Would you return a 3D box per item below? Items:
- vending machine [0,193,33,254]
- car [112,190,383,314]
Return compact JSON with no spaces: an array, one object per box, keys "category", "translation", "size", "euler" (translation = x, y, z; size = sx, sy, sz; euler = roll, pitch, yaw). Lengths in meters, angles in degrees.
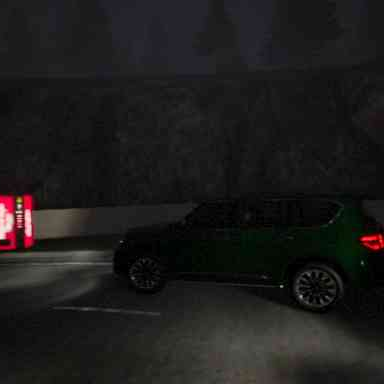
[{"category":"vending machine","translation":[-6.530,1.102,12.166],"size":[0.880,2.100,1.100],"euler":[-2,1,-4]},{"category":"car","translation":[1.015,1.034,7.134],"size":[5.566,2.045,2.150],"euler":[-2,1,21]}]
